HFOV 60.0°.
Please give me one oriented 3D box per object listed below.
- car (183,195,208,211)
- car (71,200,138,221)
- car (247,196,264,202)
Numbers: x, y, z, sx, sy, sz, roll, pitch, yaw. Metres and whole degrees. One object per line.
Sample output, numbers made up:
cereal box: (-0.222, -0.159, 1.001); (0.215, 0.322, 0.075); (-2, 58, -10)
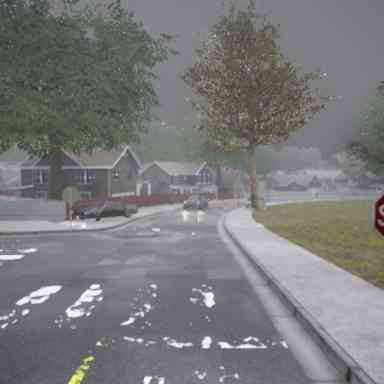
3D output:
car: (0.456, 1.133, 38.026); (2.097, 1.767, 4.553); (1, 1, 15)
car: (-6.199, 1.267, 24.222); (2.033, 1.411, 5.357); (0, 1, 31)
car: (12.041, 1.164, 63.024); (1.994, 1.385, 4.181); (2, 2, 34)
